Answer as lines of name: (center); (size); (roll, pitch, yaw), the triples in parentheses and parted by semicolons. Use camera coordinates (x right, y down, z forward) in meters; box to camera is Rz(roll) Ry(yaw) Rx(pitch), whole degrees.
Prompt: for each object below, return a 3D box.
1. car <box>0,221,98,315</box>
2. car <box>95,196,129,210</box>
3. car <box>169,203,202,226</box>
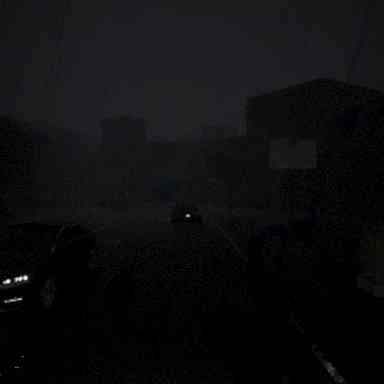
car: (-3.617, 1.474, 7.767); (2.128, 1.511, 4.902); (0, 0, 0)
car: (-9.420, 1.272, 38.935); (5.008, 1.535, 1.882); (-1, 2, 41)
car: (-0.492, 1.450, 22.846); (1.994, 1.385, 4.181); (0, 1, -7)
